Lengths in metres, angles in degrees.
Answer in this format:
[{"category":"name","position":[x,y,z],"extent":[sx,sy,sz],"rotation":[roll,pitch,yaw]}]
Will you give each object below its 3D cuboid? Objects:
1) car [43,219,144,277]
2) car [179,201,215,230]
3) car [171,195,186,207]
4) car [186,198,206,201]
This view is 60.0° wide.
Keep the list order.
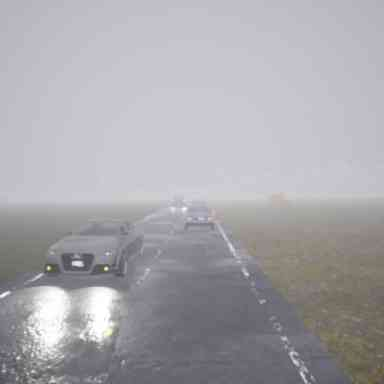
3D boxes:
[{"category":"car","position":[-2.700,1.535,10.030],"extent":[1.994,1.385,4.181],"rotation":[0,0,2]},{"category":"car","position":[0.452,1.490,20.688],"extent":[2.033,1.411,5.357],"rotation":[0,0,1]},{"category":"car","position":[-1.849,1.213,48.094],"extent":[2.097,1.767,4.553],"rotation":[1,0,2]},{"category":"car","position":[0.753,1.393,36.149],"extent":[2.128,1.511,4.902],"rotation":[0,0,1]}]
